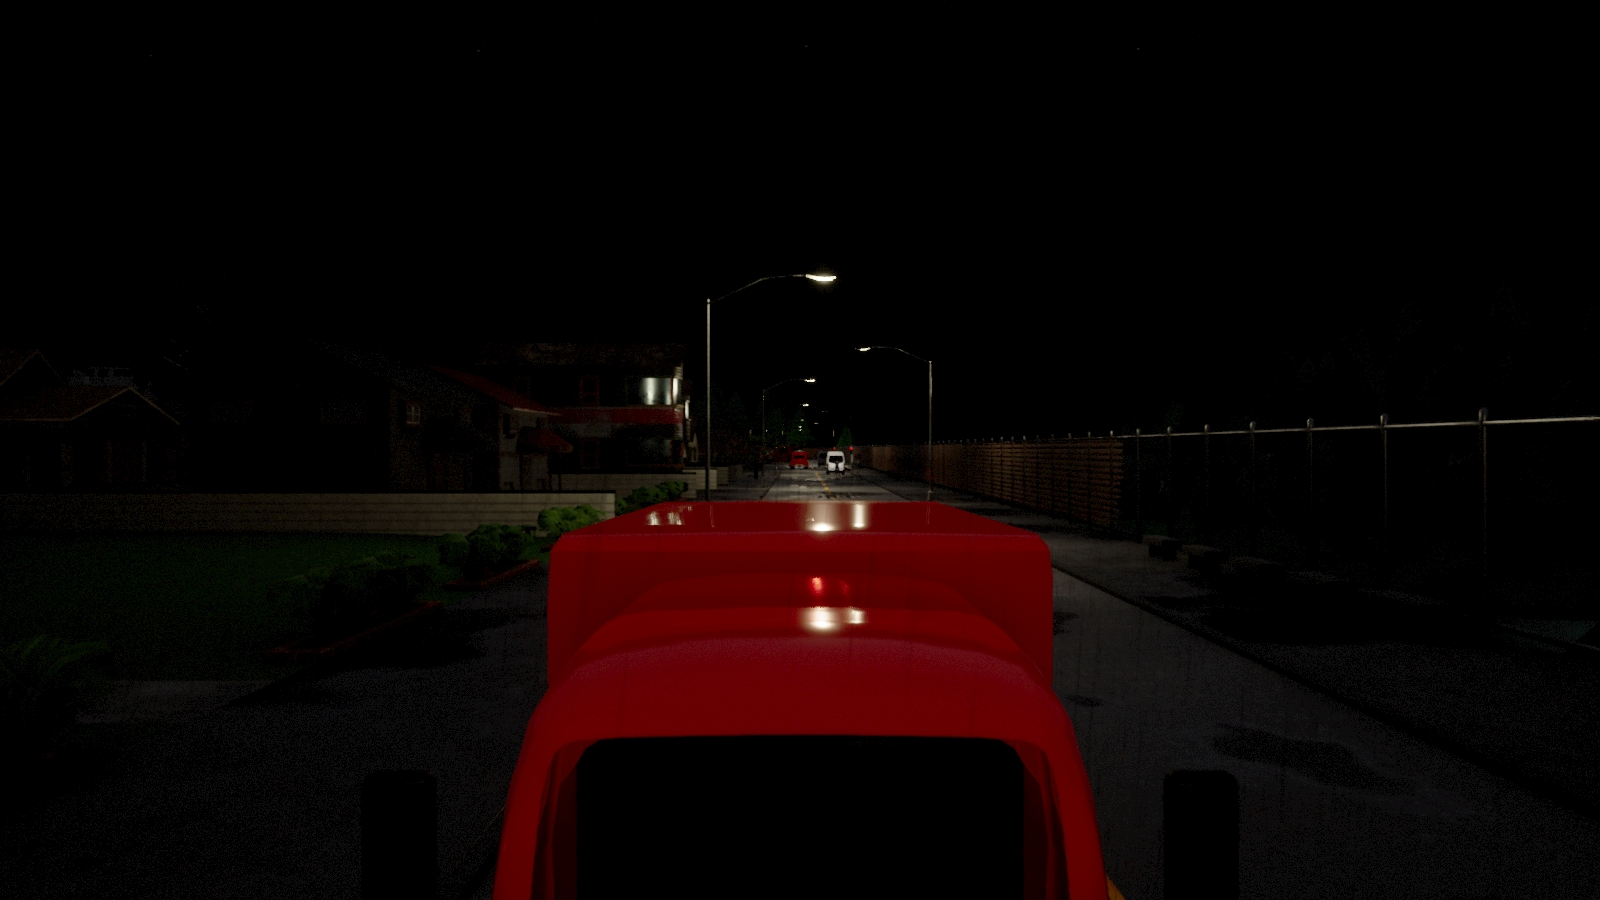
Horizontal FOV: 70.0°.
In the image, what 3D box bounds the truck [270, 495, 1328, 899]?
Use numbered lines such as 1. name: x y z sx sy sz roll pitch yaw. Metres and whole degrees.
1. truck: -0.003 1.560 5.446 2.627 2.467 5.204 0 0 0
